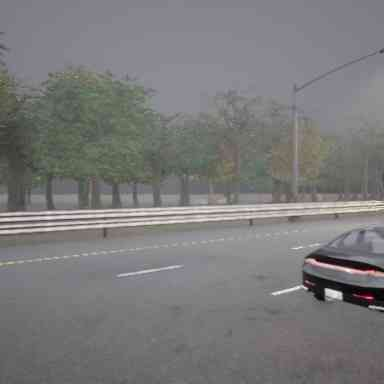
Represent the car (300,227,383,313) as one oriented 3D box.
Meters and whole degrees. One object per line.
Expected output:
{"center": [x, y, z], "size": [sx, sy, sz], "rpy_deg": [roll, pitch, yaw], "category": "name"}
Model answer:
{"center": [4.336, 1.490, 6.961], "size": [4.902, 1.511, 2.128], "rpy_deg": [0, 0, -35], "category": "car"}
